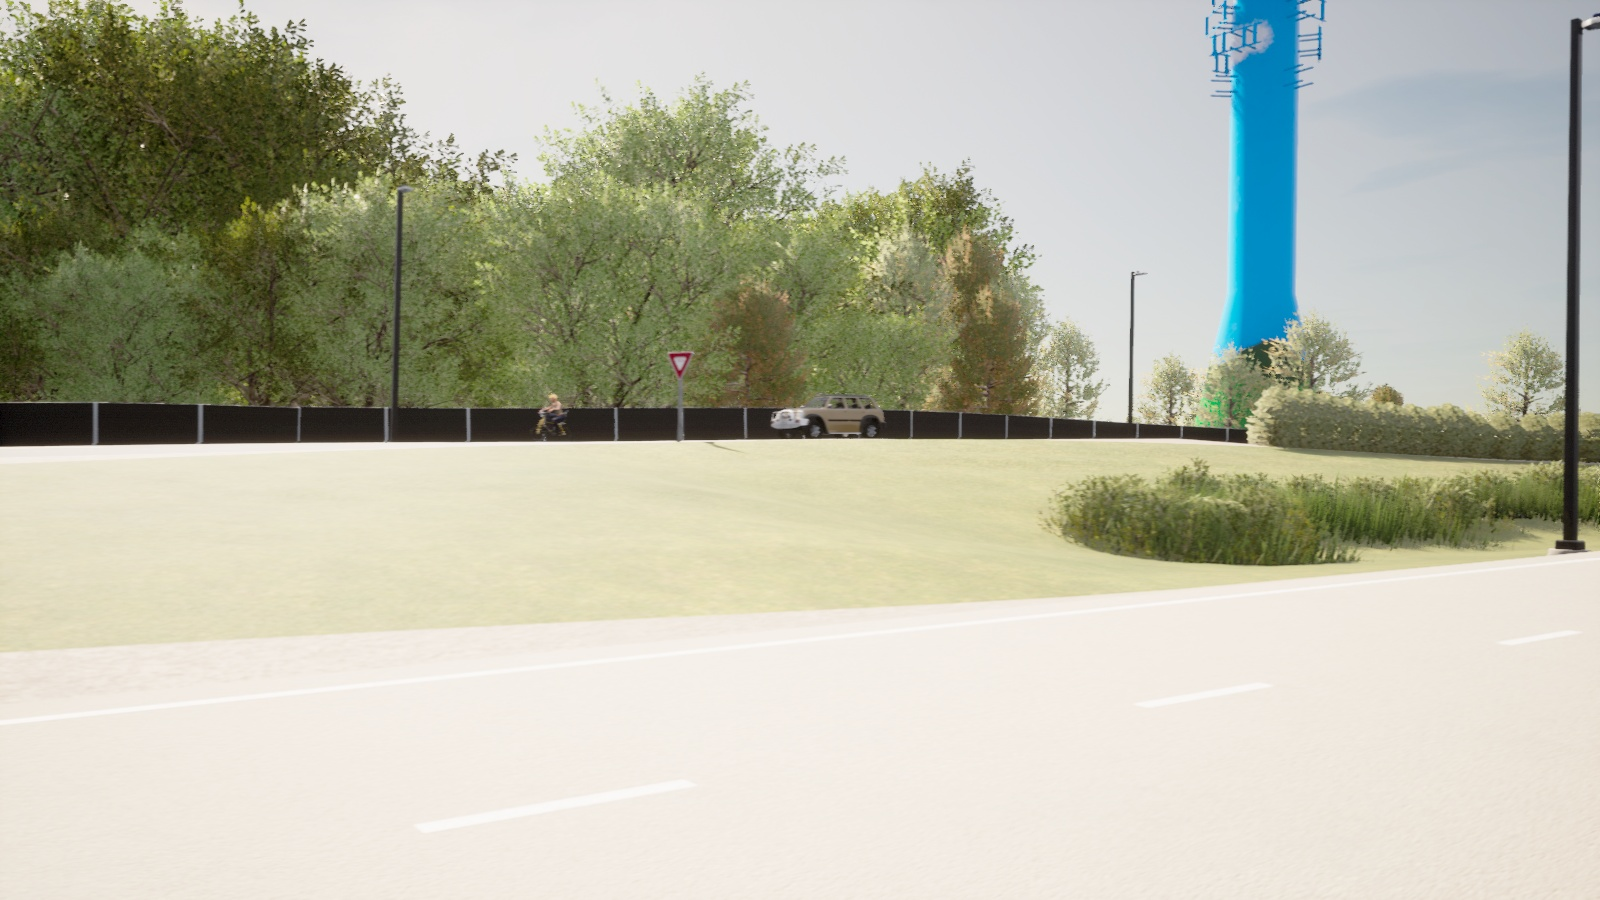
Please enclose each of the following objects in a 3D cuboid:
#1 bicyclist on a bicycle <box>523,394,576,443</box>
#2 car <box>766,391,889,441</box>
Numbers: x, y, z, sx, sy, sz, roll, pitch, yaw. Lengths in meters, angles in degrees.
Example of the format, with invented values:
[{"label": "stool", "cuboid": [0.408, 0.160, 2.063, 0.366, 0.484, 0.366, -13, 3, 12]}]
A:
[{"label": "bicyclist on a bicycle", "cuboid": [-8.402, -1.041, 42.090, 1.509, 1.612, 0.866, 0, 0, -36]}, {"label": "car", "cuboid": [1.100, -1.293, 48.935, 4.605, 1.855, 1.932, -1, 0, -38]}]
